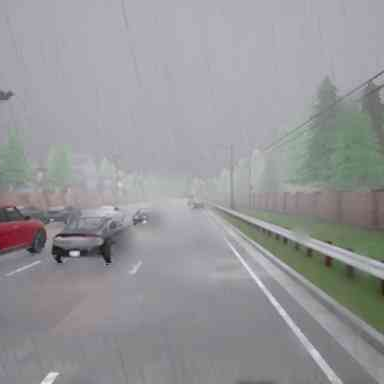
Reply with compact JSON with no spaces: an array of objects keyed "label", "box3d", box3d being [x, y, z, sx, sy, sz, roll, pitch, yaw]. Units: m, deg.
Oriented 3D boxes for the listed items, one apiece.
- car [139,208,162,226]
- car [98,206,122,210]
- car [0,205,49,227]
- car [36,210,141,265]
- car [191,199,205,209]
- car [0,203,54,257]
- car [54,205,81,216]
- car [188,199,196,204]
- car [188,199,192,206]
[{"label":"car","box3d":[-3.465,1.939,26.681,1.895,1.301,4.718,0,-1,1]},{"label":"car","box3d":[-6.951,1.880,27.948,1.812,1.442,4.674,0,0,1]},{"label":"car","box3d":[-13.641,1.852,27.332,1.837,1.490,4.892,0,0,-2]},{"label":"car","box3d":[-3.458,1.649,12.300,2.128,1.511,4.902,0,-1,1]},{"label":"car","box3d":[1.224,2.209,57.705,1.882,1.535,5.008,0,-1,0]},{"label":"car","box3d":[-6.971,1.365,11.120,2.150,2.045,5.566,0,0,0]},{"label":"car","box3d":[-10.458,1.852,27.327,1.837,1.490,4.892,0,0,1]},{"label":"car","box3d":[-0.001,2.540,90.938,2.033,1.411,5.357,0,-1,0]},{"label":"car","box3d":[-0.001,2.449,77.373,1.994,1.385,4.181,0,-1,0]}]
